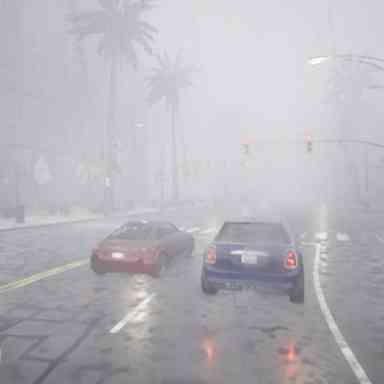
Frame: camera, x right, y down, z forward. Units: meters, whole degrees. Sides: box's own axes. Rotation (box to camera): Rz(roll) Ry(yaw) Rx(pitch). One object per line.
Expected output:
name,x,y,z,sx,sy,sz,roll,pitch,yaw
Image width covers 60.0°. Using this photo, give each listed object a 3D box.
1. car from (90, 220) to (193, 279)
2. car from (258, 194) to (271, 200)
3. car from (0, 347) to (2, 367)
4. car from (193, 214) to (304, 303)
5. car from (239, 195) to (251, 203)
car,-1.291,1.555,10.245,1.994,1.385,4.181,0,0,16
car,19.531,1.280,91.109,2.185,1.767,4.553,0,0,21
car,-3.057,1.524,1.676,1.812,1.442,4.674,0,0,3
car,1.739,1.345,8.573,2.097,1.767,4.553,0,0,17
car,11.341,1.455,70.764,2.161,1.482,4.786,0,0,21
